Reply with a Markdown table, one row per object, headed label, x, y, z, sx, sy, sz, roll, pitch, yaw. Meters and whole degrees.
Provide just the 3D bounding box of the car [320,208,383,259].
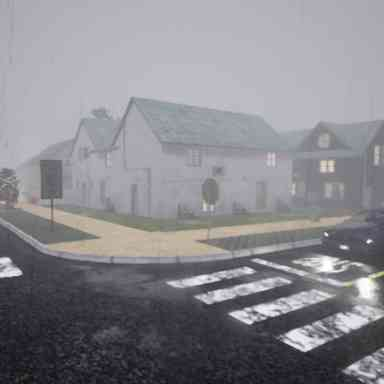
| label | x | y | z | sx | sy | sz | roll | pitch | yaw |
| --- | --- | --- | --- | --- | --- | --- | --- | --- | --- |
| car | 6.837 | 1.289 | 11.700 | 5.357 | 1.411 | 2.033 | 0 | 3 | -35 |
